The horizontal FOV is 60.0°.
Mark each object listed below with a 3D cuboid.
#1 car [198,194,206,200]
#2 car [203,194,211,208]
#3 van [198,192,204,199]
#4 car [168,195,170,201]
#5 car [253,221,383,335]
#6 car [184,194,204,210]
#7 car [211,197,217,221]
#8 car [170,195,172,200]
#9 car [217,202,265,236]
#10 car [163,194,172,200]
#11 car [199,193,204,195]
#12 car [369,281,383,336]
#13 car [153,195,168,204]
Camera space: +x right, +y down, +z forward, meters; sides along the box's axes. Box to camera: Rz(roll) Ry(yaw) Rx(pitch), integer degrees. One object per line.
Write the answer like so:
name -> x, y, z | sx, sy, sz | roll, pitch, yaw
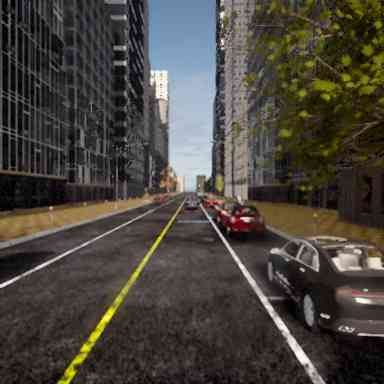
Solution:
car -> 2.526, 1.277, 86.299 | 1.947, 1.339, 4.313 | 0, 0, 0
car -> 2.603, 1.414, 46.454 | 1.887, 1.381, 4.507 | 0, 0, 0
van -> 2.516, 1.027, 91.992 | 1.690, 1.788, 3.998 | 0, 0, 0
car -> -5.811, 1.389, 63.523 | 1.802, 1.307, 4.206 | 0, 0, 0
car -> 2.680, 1.536, 6.607 | 2.008, 1.369, 4.403 | 0, 0, 0
car -> 0.021, 1.377, 41.321 | 2.128, 1.511, 4.902 | 0, 0, 0
car -> 2.647, 1.379, 23.684 | 1.967, 1.590, 4.097 | 0, 0, 0
car -> -5.832, 1.306, 74.907 | 1.887, 1.381, 4.507 | 0, 0, 0
car -> 2.658, 1.395, 17.992 | 1.967, 1.590, 4.097 | 0, 0, 0
car -> -5.844, 1.303, 80.600 | 1.947, 1.339, 4.313 | 0, 0, 0
car -> 2.570, 1.371, 63.531 | 1.947, 1.339, 4.313 | 0, 0, 0
car -> 2.691, 1.548, 0.915 | 2.008, 1.369, 4.403 | 0, 0, 0
car -> -5.799, 1.373, 57.829 | 1.887, 1.381, 4.507 | 0, 0, 0
